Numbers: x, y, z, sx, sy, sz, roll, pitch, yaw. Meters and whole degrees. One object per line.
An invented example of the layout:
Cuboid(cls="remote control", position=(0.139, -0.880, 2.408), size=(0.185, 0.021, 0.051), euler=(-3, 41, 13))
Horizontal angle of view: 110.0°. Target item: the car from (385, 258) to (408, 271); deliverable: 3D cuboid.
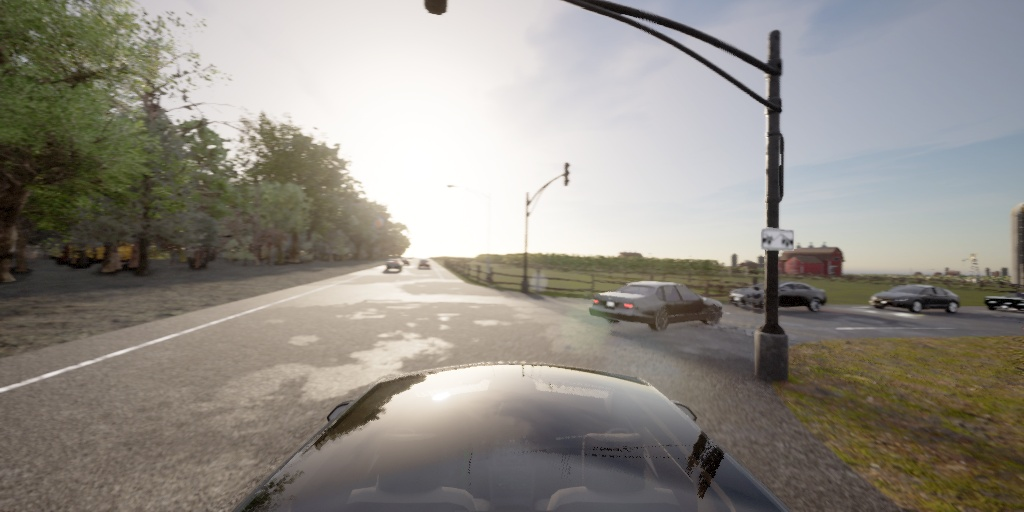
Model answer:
Cuboid(cls="car", position=(-14.400, 1.060, 44.022), size=(2.128, 1.511, 4.902), euler=(2, 0, -14))

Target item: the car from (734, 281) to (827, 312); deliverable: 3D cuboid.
Cuboid(cls="car", position=(13.734, 2.022, 18.607), size=(4.902, 1.511, 2.128), euler=(2, -1, -13))

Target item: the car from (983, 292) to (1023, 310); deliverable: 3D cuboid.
Cuboid(cls="car", position=(33.348, 2.988, 23.220), size=(4.718, 1.301, 1.895), euler=(3, -1, -13))

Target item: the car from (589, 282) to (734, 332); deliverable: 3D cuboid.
Cuboid(cls="car", position=(4.957, 1.575, 11.960), size=(5.357, 1.411, 2.033), euler=(3, -2, -35))

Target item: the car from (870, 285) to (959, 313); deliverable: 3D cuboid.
Cuboid(cls="car", position=(23.448, 2.459, 20.884), size=(4.892, 1.490, 1.837), euler=(2, -1, -13))

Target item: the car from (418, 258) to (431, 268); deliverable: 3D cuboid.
Cuboid(cls="car", position=(-13.938, 1.263, 56.997), size=(1.895, 1.301, 4.718), euler=(2, 0, -14))
